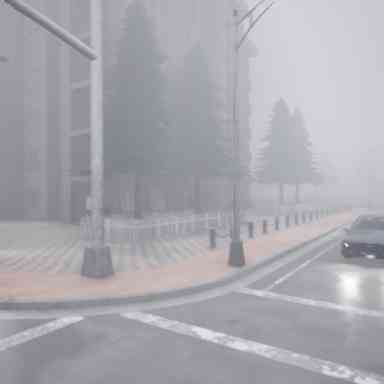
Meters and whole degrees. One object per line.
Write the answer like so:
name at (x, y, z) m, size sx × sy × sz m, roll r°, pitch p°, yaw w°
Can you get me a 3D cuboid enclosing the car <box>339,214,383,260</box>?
car at (6.857, 1.554, 12.261) m, size 2.033 × 1.411 × 5.357 m, roll 0°, pitch 0°, yaw 34°
